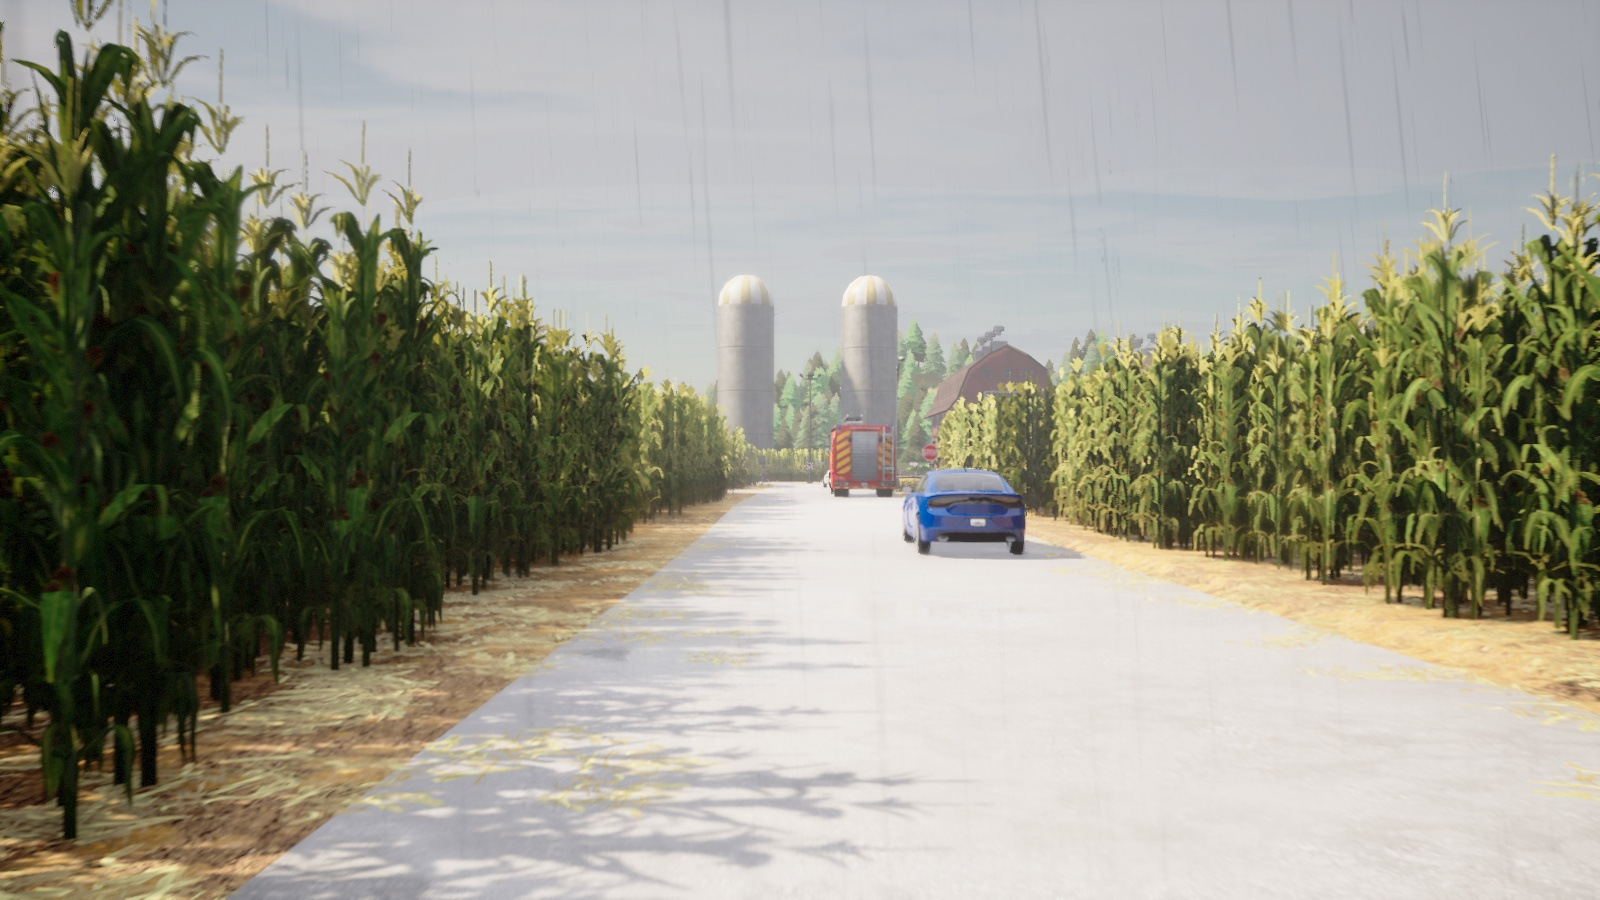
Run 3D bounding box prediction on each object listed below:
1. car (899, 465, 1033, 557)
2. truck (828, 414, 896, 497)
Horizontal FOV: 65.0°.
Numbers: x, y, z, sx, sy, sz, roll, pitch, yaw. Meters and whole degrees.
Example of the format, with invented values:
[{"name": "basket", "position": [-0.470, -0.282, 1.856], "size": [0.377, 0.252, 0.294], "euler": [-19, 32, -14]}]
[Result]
[{"name": "car", "position": [3.042, 1.074, 24.065], "size": [1.882, 1.535, 5.008], "euler": [0, 0, 0]}, {"name": "truck", "position": [2.946, 0.299, 61.851], "size": [2.891, 3.827, 8.468], "euler": [0, -1, 0]}]
